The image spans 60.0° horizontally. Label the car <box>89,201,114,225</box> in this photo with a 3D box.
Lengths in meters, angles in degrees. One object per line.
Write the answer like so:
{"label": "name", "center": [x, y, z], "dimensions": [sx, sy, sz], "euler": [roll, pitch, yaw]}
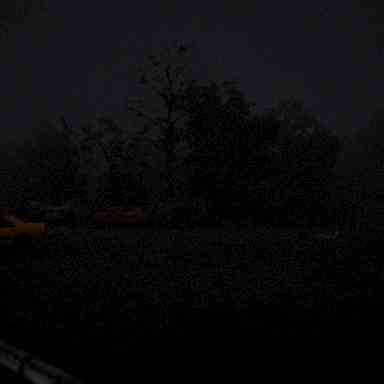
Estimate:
{"label": "car", "center": [-5.083, 1.704, 26.119], "dimensions": [1.946, 1.575, 5.366], "euler": [-2, -1, 35]}

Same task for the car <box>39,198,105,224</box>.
{"label": "car", "center": [-9.897, 1.589, 29.218], "dimensions": [2.435, 2.045, 5.566], "euler": [-2, -1, 35]}

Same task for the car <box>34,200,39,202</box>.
{"label": "car", "center": [-14.389, 1.750, 32.323], "dimensions": [2.435, 2.045, 5.566], "euler": [-2, -1, 35]}

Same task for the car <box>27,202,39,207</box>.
{"label": "car", "center": [-12.175, 1.922, 30.820], "dimensions": [2.231, 1.521, 4.892], "euler": [-2, -1, 35]}

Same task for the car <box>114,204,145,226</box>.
{"label": "car", "center": [-2.902, 1.651, 24.595], "dimensions": [1.946, 1.575, 5.366], "euler": [-1, -1, 35]}

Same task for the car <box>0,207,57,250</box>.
{"label": "car", "center": [-8.377, 1.601, 13.004], "dimensions": [1.946, 1.575, 5.366], "euler": [-1, -1, 35]}

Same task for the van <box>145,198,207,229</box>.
{"label": "van", "center": [-0.787, 1.380, 22.751], "dimensions": [1.878, 1.987, 4.442], "euler": [-1, -1, 35]}
